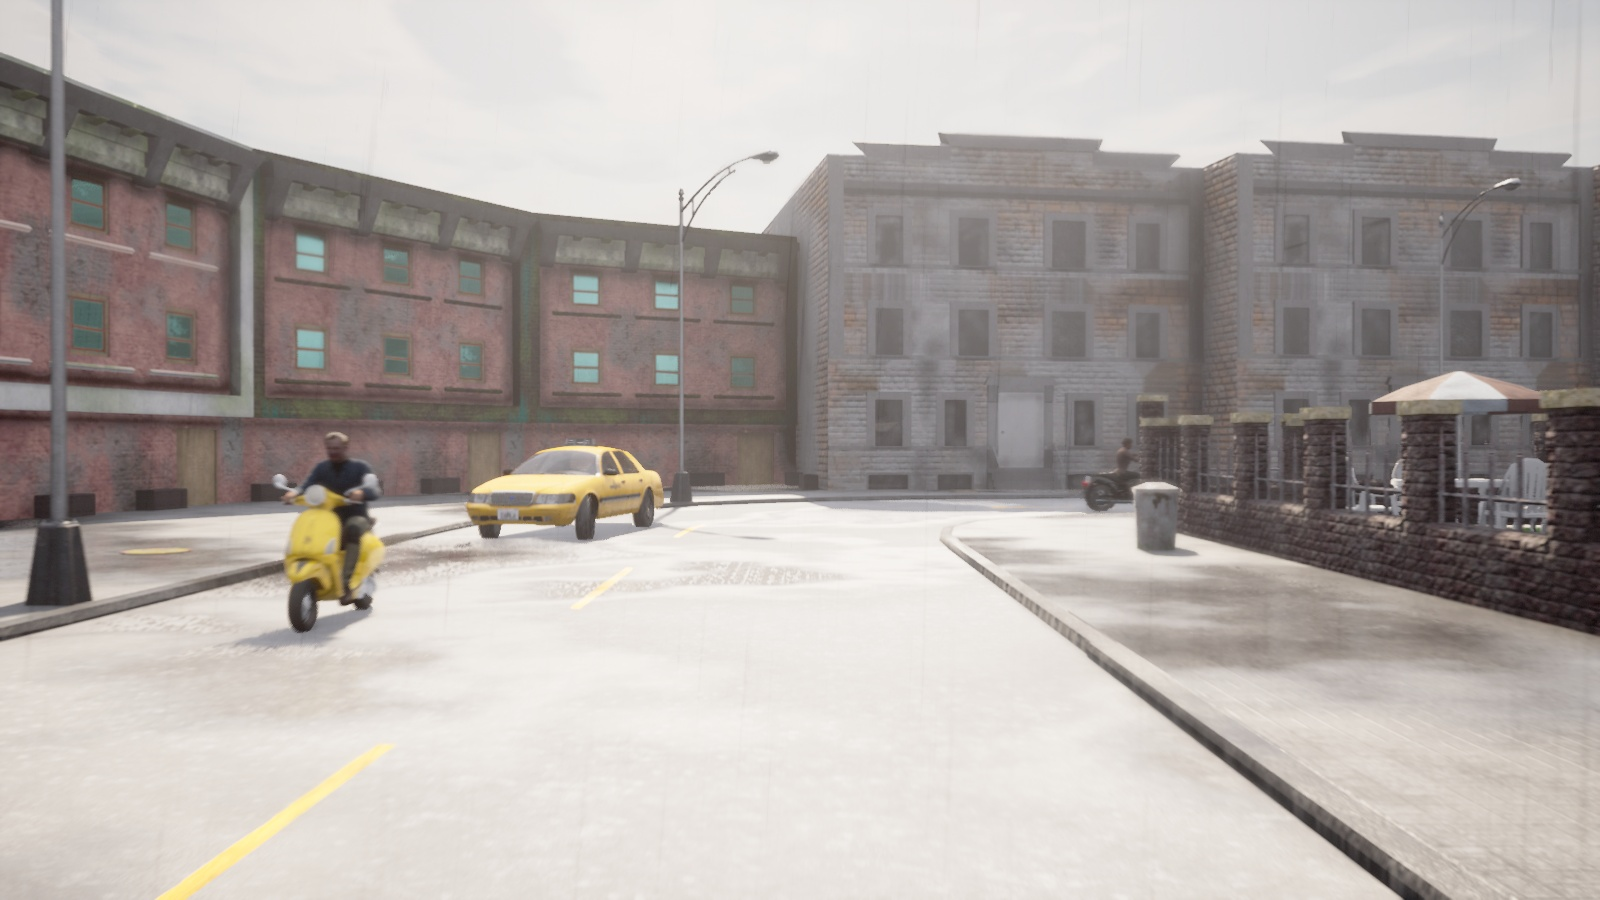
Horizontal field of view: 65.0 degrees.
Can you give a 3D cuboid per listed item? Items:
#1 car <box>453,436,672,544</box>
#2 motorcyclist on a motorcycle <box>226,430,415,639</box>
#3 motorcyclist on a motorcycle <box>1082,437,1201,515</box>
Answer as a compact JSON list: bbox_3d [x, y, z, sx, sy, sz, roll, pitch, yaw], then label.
[{"bbox_3d":[-3.757,0.565,21.026,1.801,1.575,5.366,0,0,10],"label":"car"},{"bbox_3d":[-3.919,0.638,10.449,0.866,1.590,1.817,0,0,0],"label":"motorcyclist on a motorcycle"},{"bbox_3d":[7.326,0.551,27.001,2.350,1.649,0.766,0,1,-8],"label":"motorcyclist on a motorcycle"}]
